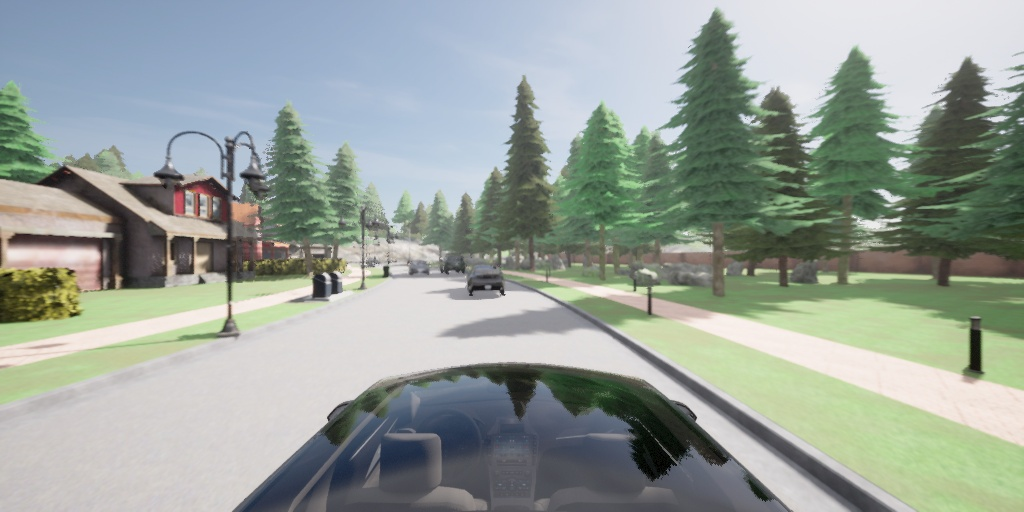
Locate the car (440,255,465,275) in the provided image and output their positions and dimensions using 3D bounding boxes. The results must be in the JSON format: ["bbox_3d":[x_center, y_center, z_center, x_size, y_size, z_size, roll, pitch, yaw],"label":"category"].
[{"bbox_3d":[-6.589,0.955,39.663,2.150,2.045,5.566,0,0,-19],"label":"car"}]

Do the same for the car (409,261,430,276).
[{"bbox_3d":[-9.591,1.244,36.988,2.128,1.511,4.902,0,0,-19],"label":"car"}]

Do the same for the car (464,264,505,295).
[{"bbox_3d":[-1.494,1.240,19.546,1.837,1.490,4.892,0,0,-8],"label":"car"}]
